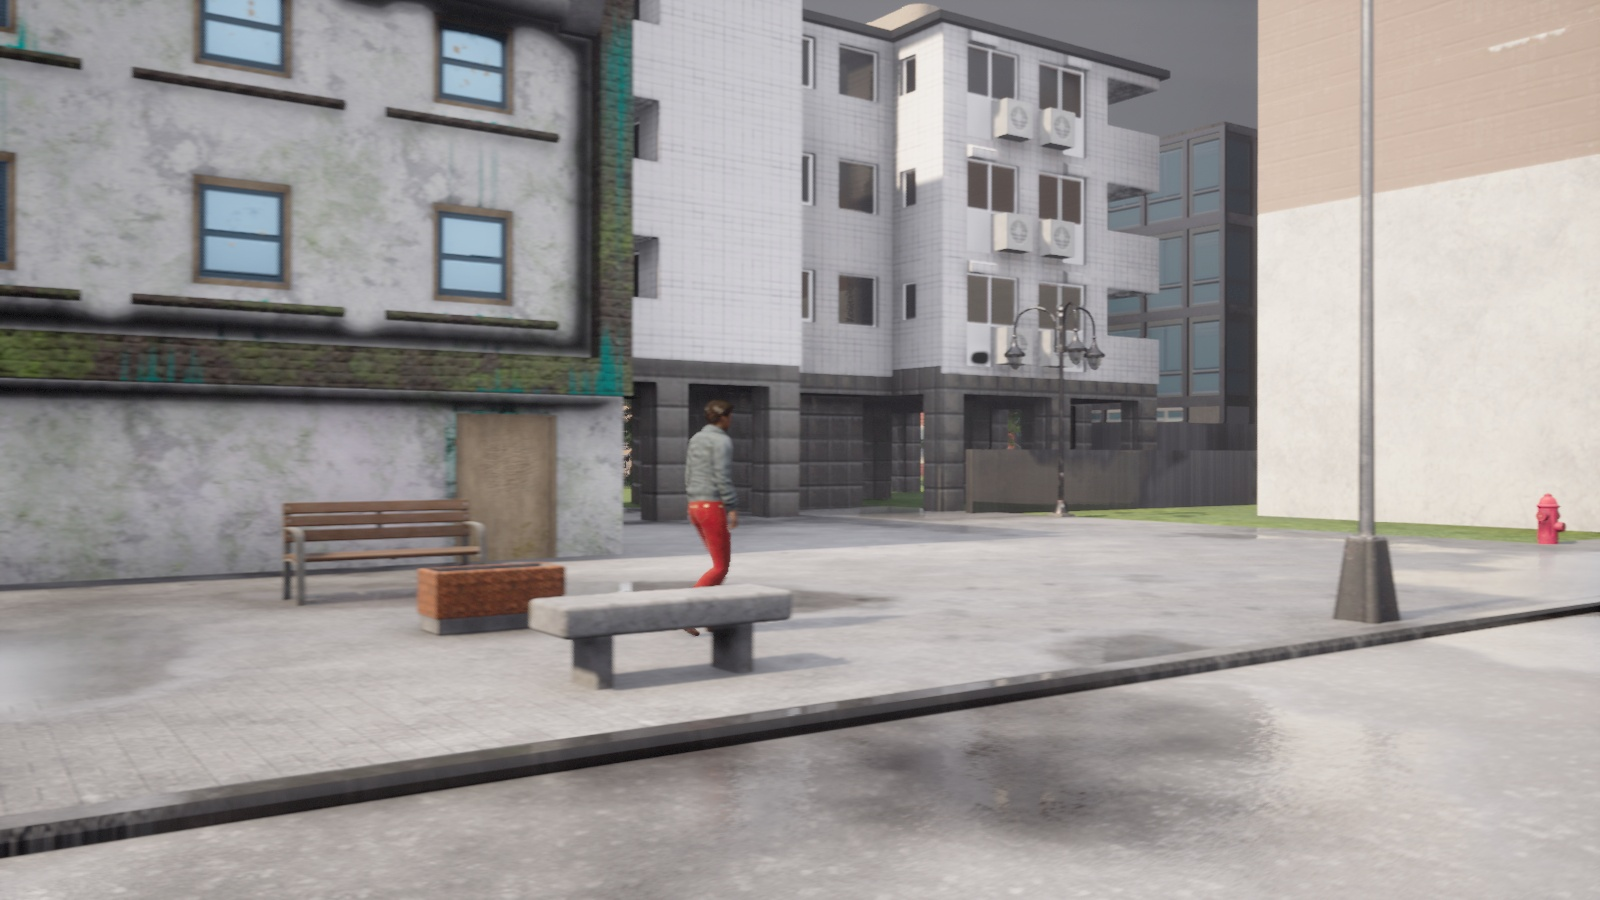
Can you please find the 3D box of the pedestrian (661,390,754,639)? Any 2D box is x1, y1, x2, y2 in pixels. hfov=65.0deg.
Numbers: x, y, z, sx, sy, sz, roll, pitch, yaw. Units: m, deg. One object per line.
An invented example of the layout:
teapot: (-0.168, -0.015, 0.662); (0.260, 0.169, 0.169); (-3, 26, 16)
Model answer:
pedestrian: (-0.710, 0.480, 9.622); (0.614, 1.847, 0.353); (0, 0, -33)
